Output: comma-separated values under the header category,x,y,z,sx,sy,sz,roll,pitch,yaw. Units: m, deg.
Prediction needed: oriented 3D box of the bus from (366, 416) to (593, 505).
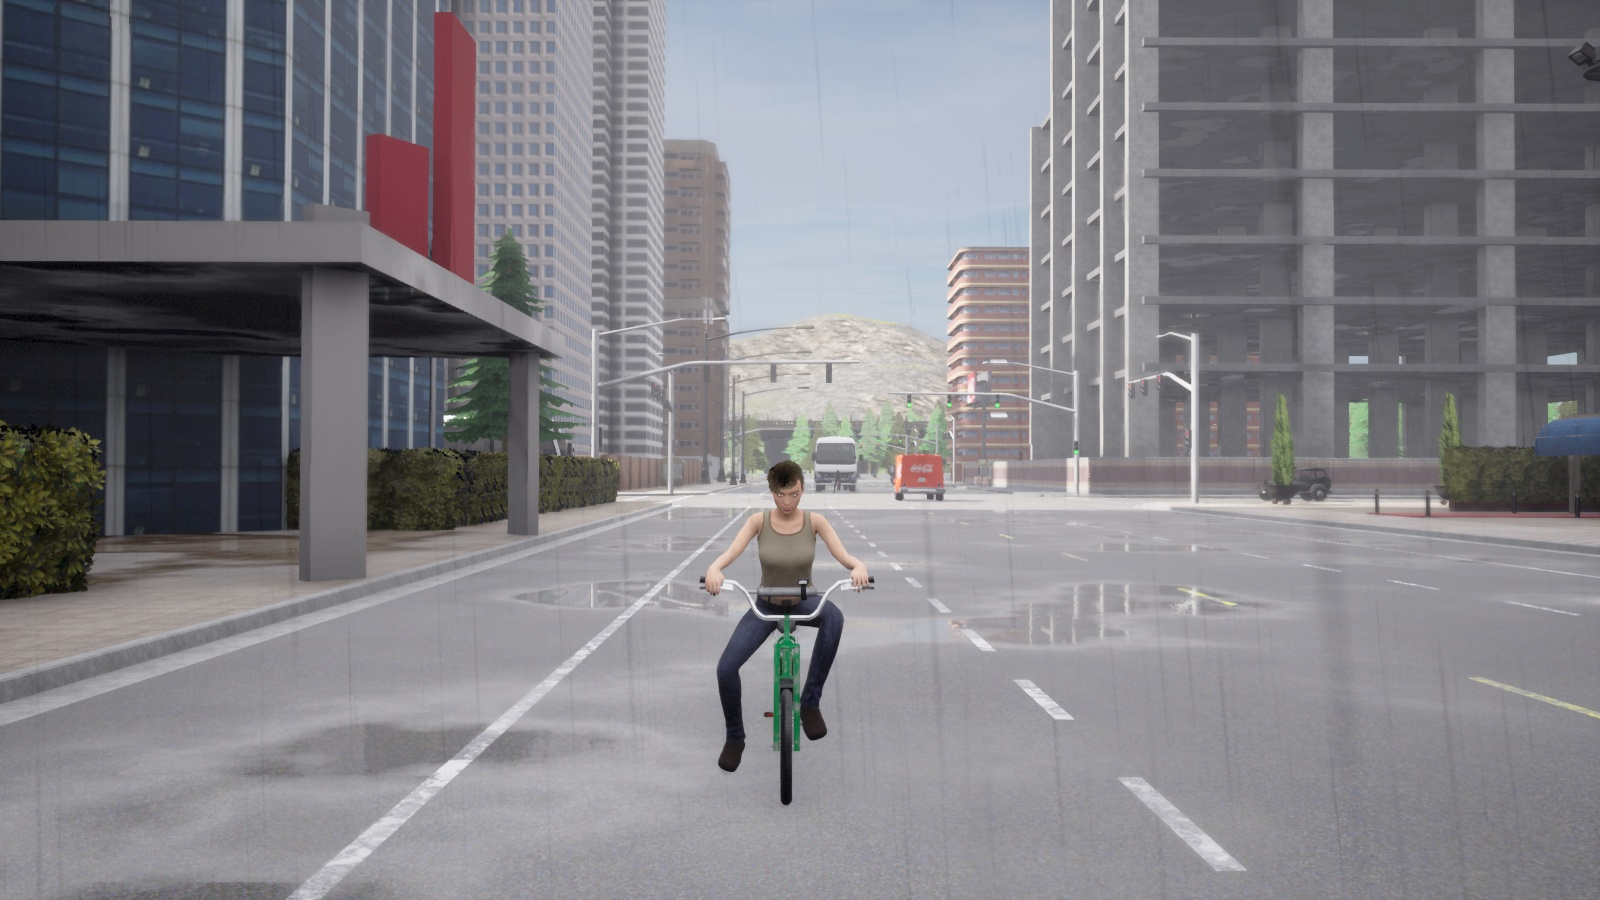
category,x,y,z,sx,sy,sz,roll,pitch,yaw
bus,-15.772,0.549,62.540,10.273,4.253,3.944,0,-1,0

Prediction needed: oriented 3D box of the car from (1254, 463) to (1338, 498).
category,x,y,z,sx,sy,sz,roll,pitch,yaw
car,27.430,1.666,69.556,3.866,1.878,1.905,0,-1,0

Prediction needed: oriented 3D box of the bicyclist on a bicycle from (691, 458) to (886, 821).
category,x,y,z,sx,sy,sz,roll,pitch,yaw
bicyclist on a bicycle,-0.061,0.858,6.372,0.866,1.612,1.509,0,-1,-1

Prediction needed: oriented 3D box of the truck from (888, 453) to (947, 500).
category,x,y,z,sx,sy,sz,roll,pitch,yaw
truck,6.356,1.447,68.354,2.627,2.467,5.204,0,-1,-1
